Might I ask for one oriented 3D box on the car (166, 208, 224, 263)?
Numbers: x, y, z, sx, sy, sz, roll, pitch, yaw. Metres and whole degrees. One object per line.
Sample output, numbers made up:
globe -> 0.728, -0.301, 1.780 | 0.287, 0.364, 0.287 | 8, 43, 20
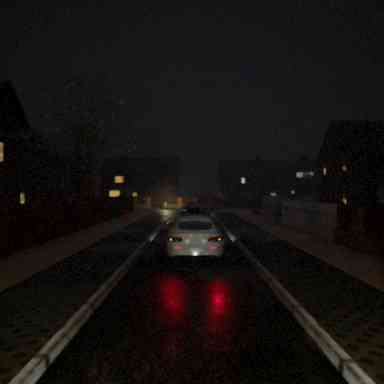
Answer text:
car -> 0.099, 1.517, 11.885 | 1.812, 1.442, 4.674 | 0, 0, 0

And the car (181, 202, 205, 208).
car -> 0.098, 1.505, 27.159 | 1.812, 1.442, 4.674 | 0, 0, 0

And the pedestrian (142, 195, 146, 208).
pedestrian -> -6.719, 1.321, 46.441 | 0.375, 1.860, 0.375 | 0, -1, 1
